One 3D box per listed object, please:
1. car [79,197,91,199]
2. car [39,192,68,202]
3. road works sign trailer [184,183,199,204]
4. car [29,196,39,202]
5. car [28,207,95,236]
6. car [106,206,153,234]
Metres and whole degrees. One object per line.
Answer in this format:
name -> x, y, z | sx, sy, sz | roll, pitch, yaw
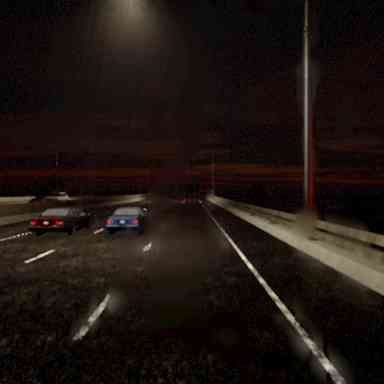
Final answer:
car -> -17.556, 1.450, 54.270 | 1.895, 1.301, 4.718 | 0, 0, 1
car -> -21.058, 1.078, 51.588 | 2.150, 2.045, 5.566 | 0, 0, 1
road works sign trailer -> -0.004, 0.302, 58.311 | 2.380, 3.560, 2.880 | 0, 0, 0
car -> -24.545, 1.376, 53.783 | 1.812, 1.442, 4.674 | 0, 0, 1
car -> -6.901, 1.503, 18.197 | 2.033, 1.411, 5.357 | 0, 0, 0
car -> -3.402, 1.502, 18.780 | 2.033, 1.411, 5.357 | 0, 0, 0
